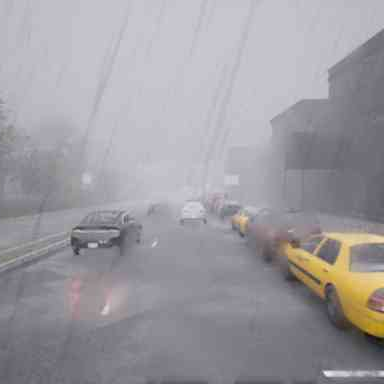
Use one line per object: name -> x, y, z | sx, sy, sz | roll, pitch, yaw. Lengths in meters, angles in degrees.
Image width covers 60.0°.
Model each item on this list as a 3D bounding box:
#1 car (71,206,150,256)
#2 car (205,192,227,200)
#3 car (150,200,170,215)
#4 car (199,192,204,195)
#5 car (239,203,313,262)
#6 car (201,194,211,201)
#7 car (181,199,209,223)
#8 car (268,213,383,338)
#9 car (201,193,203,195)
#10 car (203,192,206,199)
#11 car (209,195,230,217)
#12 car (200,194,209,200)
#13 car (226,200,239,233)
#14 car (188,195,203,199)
car -> -3.136, 1.470, 12.969 | 2.128, 1.511, 4.902 | 0, 0, 0
car -> 3.254, 1.162, 40.023 | 2.435, 2.045, 5.566 | 0, 0, 0
car -> -3.138, 1.472, 32.354 | 1.812, 1.442, 4.674 | 0, 0, 0
car -> 3.266, 1.108, 73.049 | 2.435, 2.045, 5.566 | 0, 0, 0
car -> 3.242, 1.334, 12.213 | 2.185, 1.767, 4.553 | 0, 0, 0
car -> 3.268, 1.351, 78.539 | 2.231, 1.521, 4.892 | 0, 0, 0
car -> 0.122, 1.483, 25.247 | 1.812, 1.442, 4.674 | 0, 0, 0
car -> 3.232, 1.465, 6.903 | 1.946, 1.575, 5.366 | 0, 0, 0
car -> 3.318, 1.376, 63.628 | 2.231, 1.521, 4.892 | 0, 0, 1
car -> 3.258, 1.270, 51.014 | 2.185, 1.767, 4.553 | 0, 0, 0
car -> 3.253, 1.424, 34.340 | 2.231, 1.521, 4.892 | 0, 0, 0
car -> 3.276, 1.361, 89.627 | 2.163, 1.488, 4.792 | 0, 0, 0
car -> 3.246, 1.447, 17.956 | 1.946, 1.575, 5.366 | 0, 0, 0
car -> 0.129, 1.435, 42.244 | 1.837, 1.490, 4.892 | 0, 0, 0
